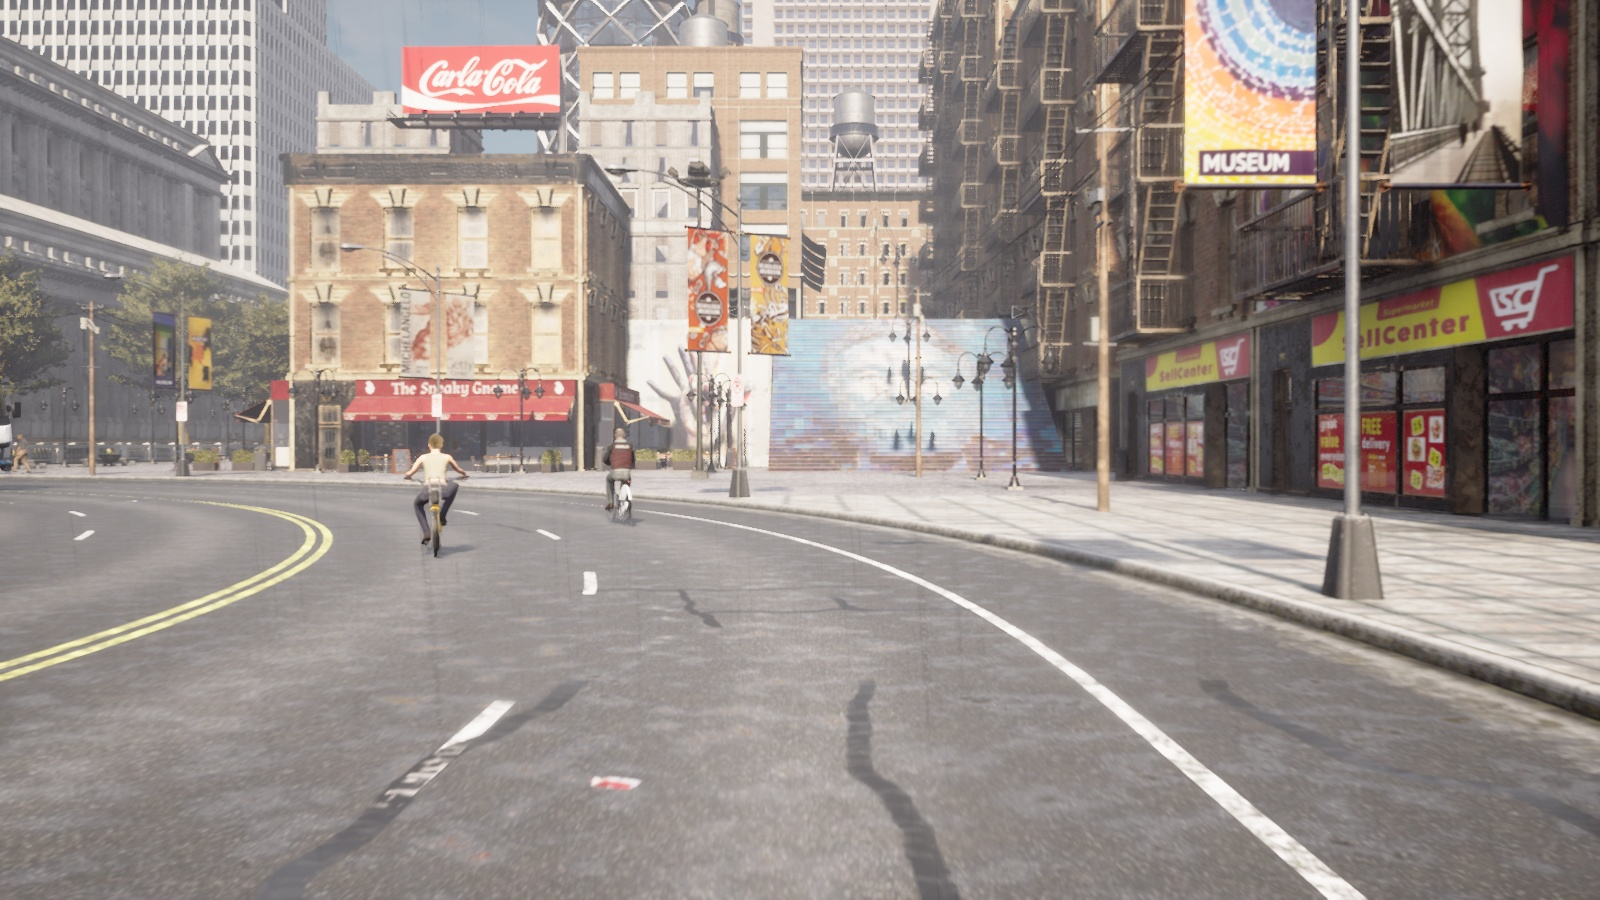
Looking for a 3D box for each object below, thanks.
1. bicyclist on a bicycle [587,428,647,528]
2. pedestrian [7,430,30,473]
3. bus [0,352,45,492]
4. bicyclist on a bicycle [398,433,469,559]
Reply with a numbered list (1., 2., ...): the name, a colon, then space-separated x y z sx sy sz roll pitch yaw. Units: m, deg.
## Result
1. bicyclist on a bicycle: -3.385 0.484 23.097 0.659 1.776 1.843 0 1 -22
2. pedestrian: -34.493 0.063 55.413 0.694 1.848 0.540 0 0 7
3. bus: -29.259 -0.877 39.638 10.273 4.253 3.944 0 0 22
4. bicyclist on a bicycle: -4.918 0.584 16.920 0.866 1.612 1.509 0 0 -15
